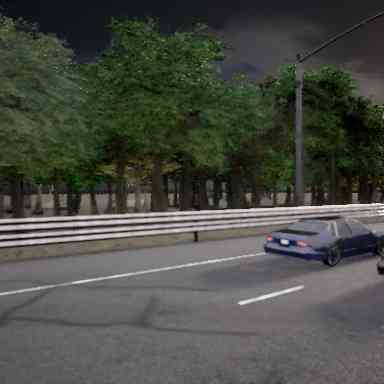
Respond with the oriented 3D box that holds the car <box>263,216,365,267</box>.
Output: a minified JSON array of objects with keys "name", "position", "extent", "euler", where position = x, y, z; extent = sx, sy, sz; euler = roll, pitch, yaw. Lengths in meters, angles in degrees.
[{"name":"car","position":[4.842,1.557,11.504],"extent":[5.357,1.411,2.033],"euler":[0,0,-35]}]

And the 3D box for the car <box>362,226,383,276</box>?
[{"name":"car","position":[6.900,1.557,8.673],"extent":[5.357,1.411,2.033],"euler":[0,0,-35]}]
